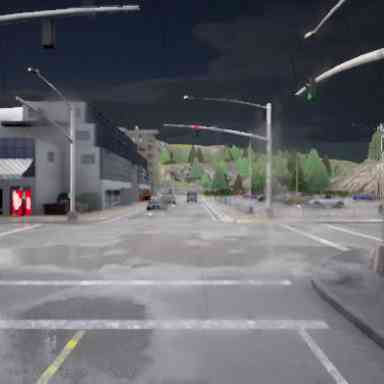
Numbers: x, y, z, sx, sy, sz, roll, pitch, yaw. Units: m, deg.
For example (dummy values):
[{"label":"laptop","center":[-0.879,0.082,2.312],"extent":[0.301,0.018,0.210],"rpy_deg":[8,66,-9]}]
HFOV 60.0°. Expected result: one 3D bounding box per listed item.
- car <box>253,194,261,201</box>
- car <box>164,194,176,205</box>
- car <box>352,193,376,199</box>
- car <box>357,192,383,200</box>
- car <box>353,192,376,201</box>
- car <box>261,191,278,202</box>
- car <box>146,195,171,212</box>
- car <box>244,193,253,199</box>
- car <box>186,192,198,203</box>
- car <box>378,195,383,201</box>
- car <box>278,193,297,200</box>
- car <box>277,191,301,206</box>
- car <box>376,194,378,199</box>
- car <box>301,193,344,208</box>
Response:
[{"label":"car","center":[13.739,0.762,58.729],"extent":[4.605,1.855,1.932],"rpy_deg":[0,0,0]},{"label":"car","center":[-3.585,1.046,50.970],"extent":[2.097,1.767,4.553],"rpy_deg":[0,0,0]},{"label":"car","center":[39.904,0.893,77.332],"extent":[4.514,1.523,2.007],"rpy_deg":[0,0,0]},{"label":"car","center":[39.958,0.902,74.195],"extent":[5.027,1.636,2.152],"rpy_deg":[0,0,0]},{"label":"car","center":[32.287,0.962,62.347],"extent":[3.633,1.501,1.845],"rpy_deg":[0,0,0]},{"label":"car","center":[14.152,0.759,55.824],"extent":[3.866,1.878,1.905],"rpy_deg":[0,0,0]},{"label":"car","center":[-3.601,1.354,35.101],"extent":[1.994,1.385,4.181],"rpy_deg":[0,0,0]},{"label":"car","center":[13.870,0.927,77.314],"extent":[3.633,1.501,1.845],"rpy_deg":[0,0,0]},{"label":"car","center":[-0.012,1.188,60.153],"extent":[2.033,1.411,5.357],"rpy_deg":[0,0,0]},{"label":"car","center":[21.532,1.116,32.953],"extent":[4.514,1.523,2.007],"rpy_deg":[0,0,0]},{"label":"car","center":[21.292,0.956,74.337],"extent":[3.806,1.475,1.970],"rpy_deg":[0,0,0]},{"label":"car","center":[14.156,0.912,43.030],"extent":[5.027,1.636,2.152],"rpy_deg":[0,0,0]},{"label":"car","center":[32.248,1.000,52.354],"extent":[4.514,1.523,2.007],"rpy_deg":[0,0,0]},{"label":"car","center":[14.482,1.028,36.613],"extent":[3.806,1.475,1.970],"rpy_deg":[0,0,0]}]
